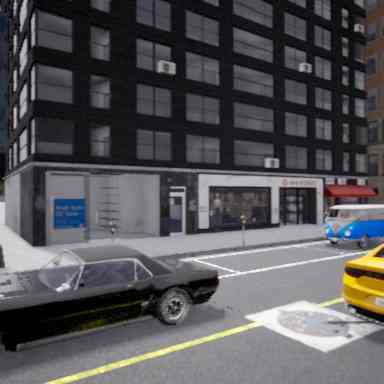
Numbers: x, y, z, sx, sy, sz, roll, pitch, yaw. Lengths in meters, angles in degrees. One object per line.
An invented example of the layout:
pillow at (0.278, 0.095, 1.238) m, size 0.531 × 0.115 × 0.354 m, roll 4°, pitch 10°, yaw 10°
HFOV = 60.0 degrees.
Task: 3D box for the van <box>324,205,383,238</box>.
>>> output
van at (7.695, 1.470, 15.048) m, size 3.998 × 1.788 × 1.690 m, roll 0°, pitch -1°, yaw -33°

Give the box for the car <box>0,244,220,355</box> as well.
car at (-1.915, 1.663, 5.720) m, size 4.718 × 1.301 × 1.895 m, roll 0°, pitch -1°, yaw -33°

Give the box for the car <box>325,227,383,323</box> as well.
car at (4.980, 1.530, 6.394) m, size 5.008 × 1.535 × 1.882 m, roll 0°, pitch -1°, yaw -33°
